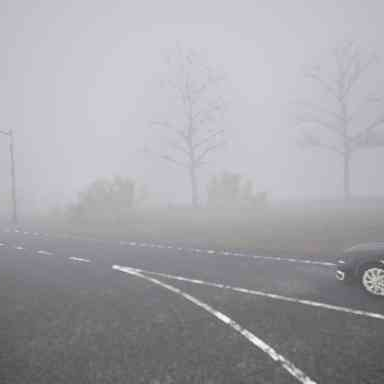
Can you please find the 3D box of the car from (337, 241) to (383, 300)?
[{"bbox_3d":[5.277,1.307,6.126,4.892,1.490,1.837,-3,-1,43],"label":"car"}]
